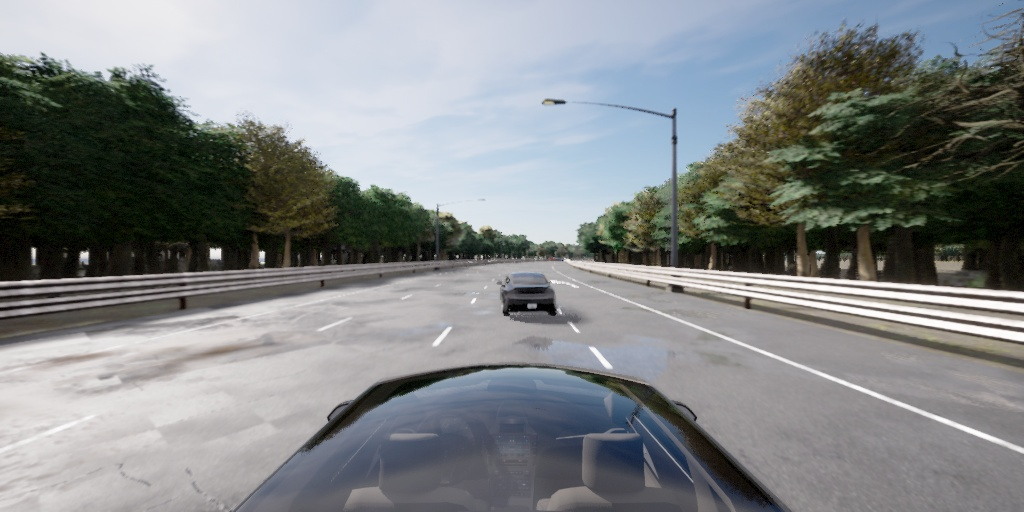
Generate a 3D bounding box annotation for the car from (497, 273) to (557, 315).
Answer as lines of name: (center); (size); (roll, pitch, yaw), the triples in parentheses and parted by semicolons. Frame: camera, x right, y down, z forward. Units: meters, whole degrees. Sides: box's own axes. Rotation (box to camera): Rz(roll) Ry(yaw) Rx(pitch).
car: (0.510, 1.366, 13.777); (1.837, 1.490, 4.892); (-1, -1, -3)
